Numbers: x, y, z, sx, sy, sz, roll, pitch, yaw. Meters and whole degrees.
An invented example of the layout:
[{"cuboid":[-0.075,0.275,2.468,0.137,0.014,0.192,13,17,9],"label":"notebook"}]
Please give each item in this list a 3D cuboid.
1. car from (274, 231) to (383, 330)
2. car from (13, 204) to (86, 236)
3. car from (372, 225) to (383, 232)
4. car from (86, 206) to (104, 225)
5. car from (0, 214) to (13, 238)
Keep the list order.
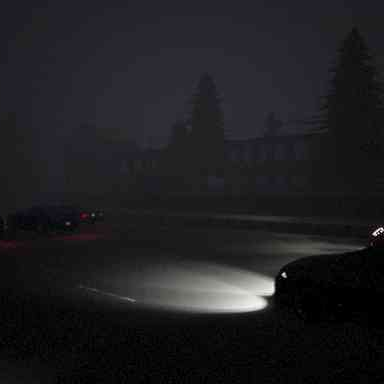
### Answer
[{"cuboid":[3.589,1.567,5.728,4.181,1.385,1.994,0,0,36],"label":"car"},{"cuboid":[-8.423,1.476,18.647,5.008,1.535,1.882,0,0,36],"label":"car"},{"cuboid":[8.352,1.358,10.926,4.553,1.767,2.097,0,0,36],"label":"car"},{"cuboid":[-8.429,1.546,22.955,5.357,1.411,2.033,0,0,36],"label":"car"},{"cuboid":[-10.961,1.501,16.160,4.892,1.490,1.837,0,0,36],"label":"car"}]
